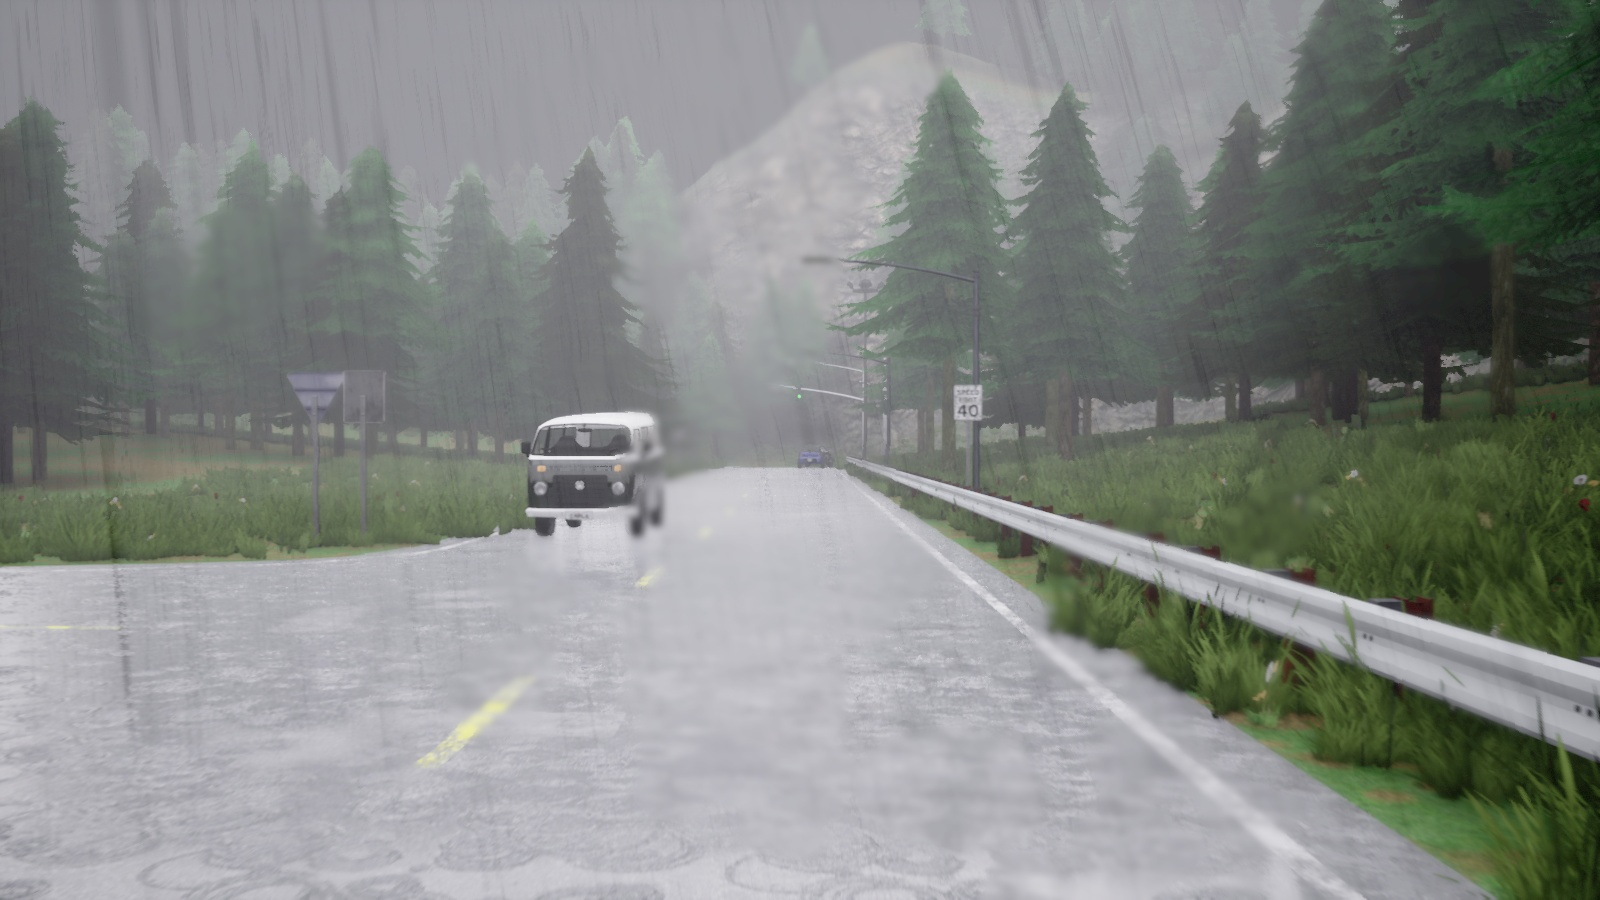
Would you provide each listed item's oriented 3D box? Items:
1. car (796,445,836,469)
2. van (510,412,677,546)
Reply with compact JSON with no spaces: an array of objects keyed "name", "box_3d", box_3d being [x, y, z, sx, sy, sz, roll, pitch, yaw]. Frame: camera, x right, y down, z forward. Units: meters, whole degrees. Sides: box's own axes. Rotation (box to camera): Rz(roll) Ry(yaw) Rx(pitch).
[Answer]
[{"name":"car","box_3d":[1.053,0.428,81.301,1.816,1.474,4.193,0,0,11]},{"name":"van","box_3d":[-3.361,0.368,21.367,2.069,2.038,4.480,0,2,0]}]
